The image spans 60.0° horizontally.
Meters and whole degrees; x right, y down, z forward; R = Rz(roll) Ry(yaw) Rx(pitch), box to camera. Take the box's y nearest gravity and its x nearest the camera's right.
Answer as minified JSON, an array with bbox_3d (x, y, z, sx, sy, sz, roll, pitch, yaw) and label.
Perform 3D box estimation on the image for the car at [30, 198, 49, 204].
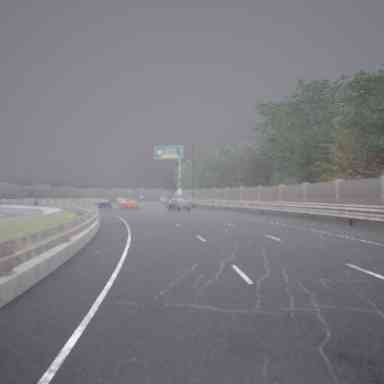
[{"bbox_3d":[-38.082,2.225,84.002,4.892,1.490,1.837,-1,0,35],"label":"car"}]

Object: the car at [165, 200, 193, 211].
[{"bbox_3d":[-1.738,1.714,42.661,2.033,1.411,5.357,-1,0,-25],"label":"car"}]

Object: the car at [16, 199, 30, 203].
[{"bbox_3d":[-41.898,2.316,82.477,4.181,1.385,1.994,-1,0,35],"label":"car"}]

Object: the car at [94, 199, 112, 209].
[{"bbox_3d":[-13.768,1.811,51.073,1.882,1.535,5.008,-1,0,-30],"label":"car"}]

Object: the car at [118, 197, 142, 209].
[{"bbox_3d":[-9.897,1.641,51.275,2.097,1.767,4.553,-1,0,-28],"label":"car"}]
